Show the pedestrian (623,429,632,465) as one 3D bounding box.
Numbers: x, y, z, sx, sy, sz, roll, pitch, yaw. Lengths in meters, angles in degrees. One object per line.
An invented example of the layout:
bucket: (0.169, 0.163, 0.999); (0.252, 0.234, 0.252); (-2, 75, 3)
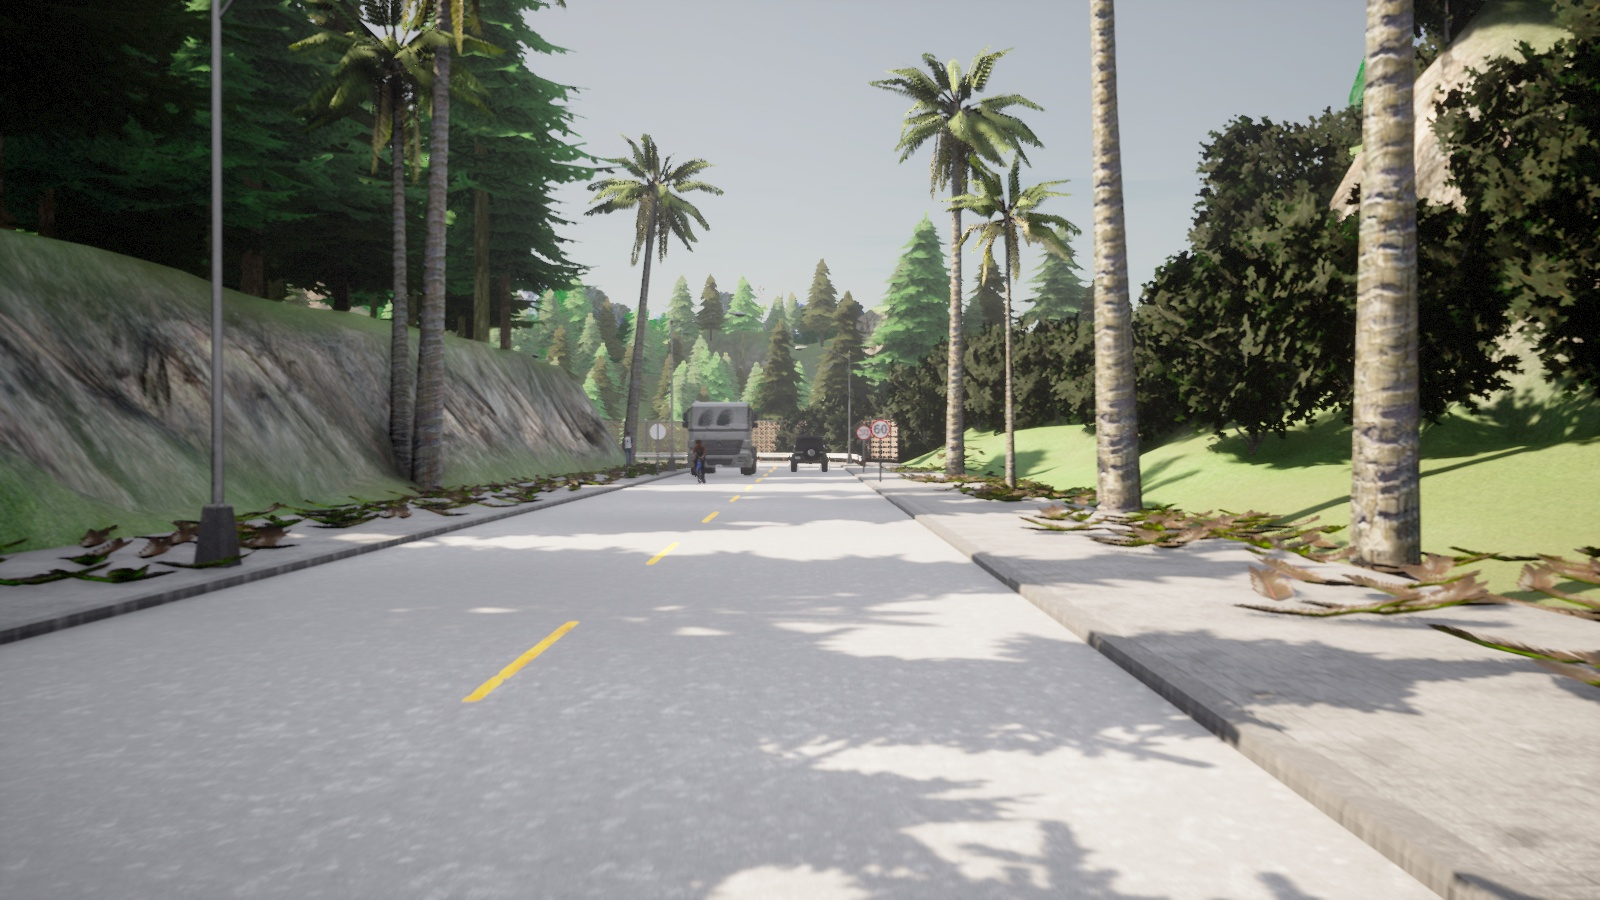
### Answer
pedestrian: (-8.824, -0.137, 64.419); (0.354, 1.836, 0.706); (0, 0, 1)

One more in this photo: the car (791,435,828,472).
car: (0.491, 0.173, 65.596); (1.905, 1.878, 3.866); (0, 0, 0)

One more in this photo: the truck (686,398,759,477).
truck: (-3.554, -0.573, 59.359); (2.891, 3.462, 7.936); (0, 0, 0)
